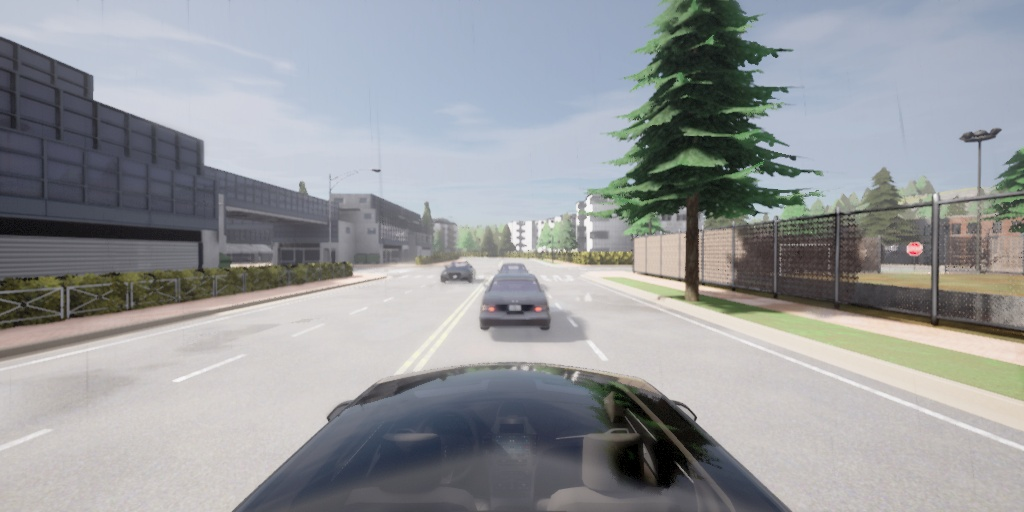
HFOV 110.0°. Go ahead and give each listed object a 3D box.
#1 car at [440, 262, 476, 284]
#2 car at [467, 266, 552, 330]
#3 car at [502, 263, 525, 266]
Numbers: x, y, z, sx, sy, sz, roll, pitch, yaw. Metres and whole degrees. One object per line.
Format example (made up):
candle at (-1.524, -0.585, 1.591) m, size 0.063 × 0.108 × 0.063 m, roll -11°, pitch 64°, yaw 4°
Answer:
car at (-3.534, 1.079, 24.171) m, size 1.994 × 1.385 × 4.181 m, roll 0°, pitch 1°, yaw 0°
car at (0.085, 1.204, 10.666) m, size 2.033 × 1.411 × 5.357 m, roll 0°, pitch 1°, yaw 0°
car at (0.082, 1.098, 20.816) m, size 2.033 × 1.411 × 5.357 m, roll 0°, pitch 1°, yaw 0°
